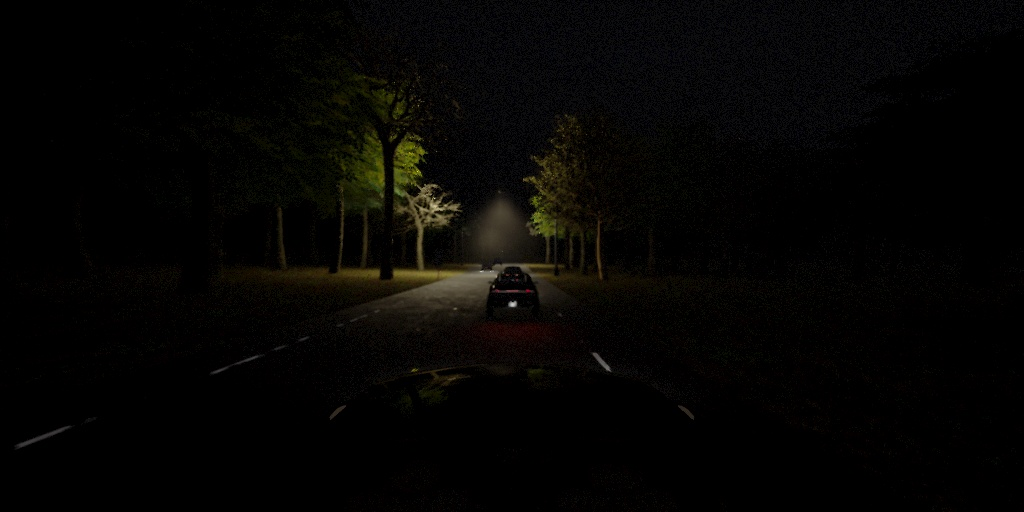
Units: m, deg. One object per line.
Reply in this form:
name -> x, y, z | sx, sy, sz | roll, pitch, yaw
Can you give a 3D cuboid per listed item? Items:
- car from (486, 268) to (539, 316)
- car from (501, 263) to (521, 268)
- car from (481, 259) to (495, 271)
car -> 0.047, 1.404, 14.127 | 2.128, 1.511, 4.902 | 0, -1, 1
car -> 0.048, 1.587, 29.127 | 1.837, 1.490, 4.892 | 0, 0, 1
car -> -4.163, 1.736, 59.953 | 1.837, 1.490, 4.892 | 0, 0, -4
